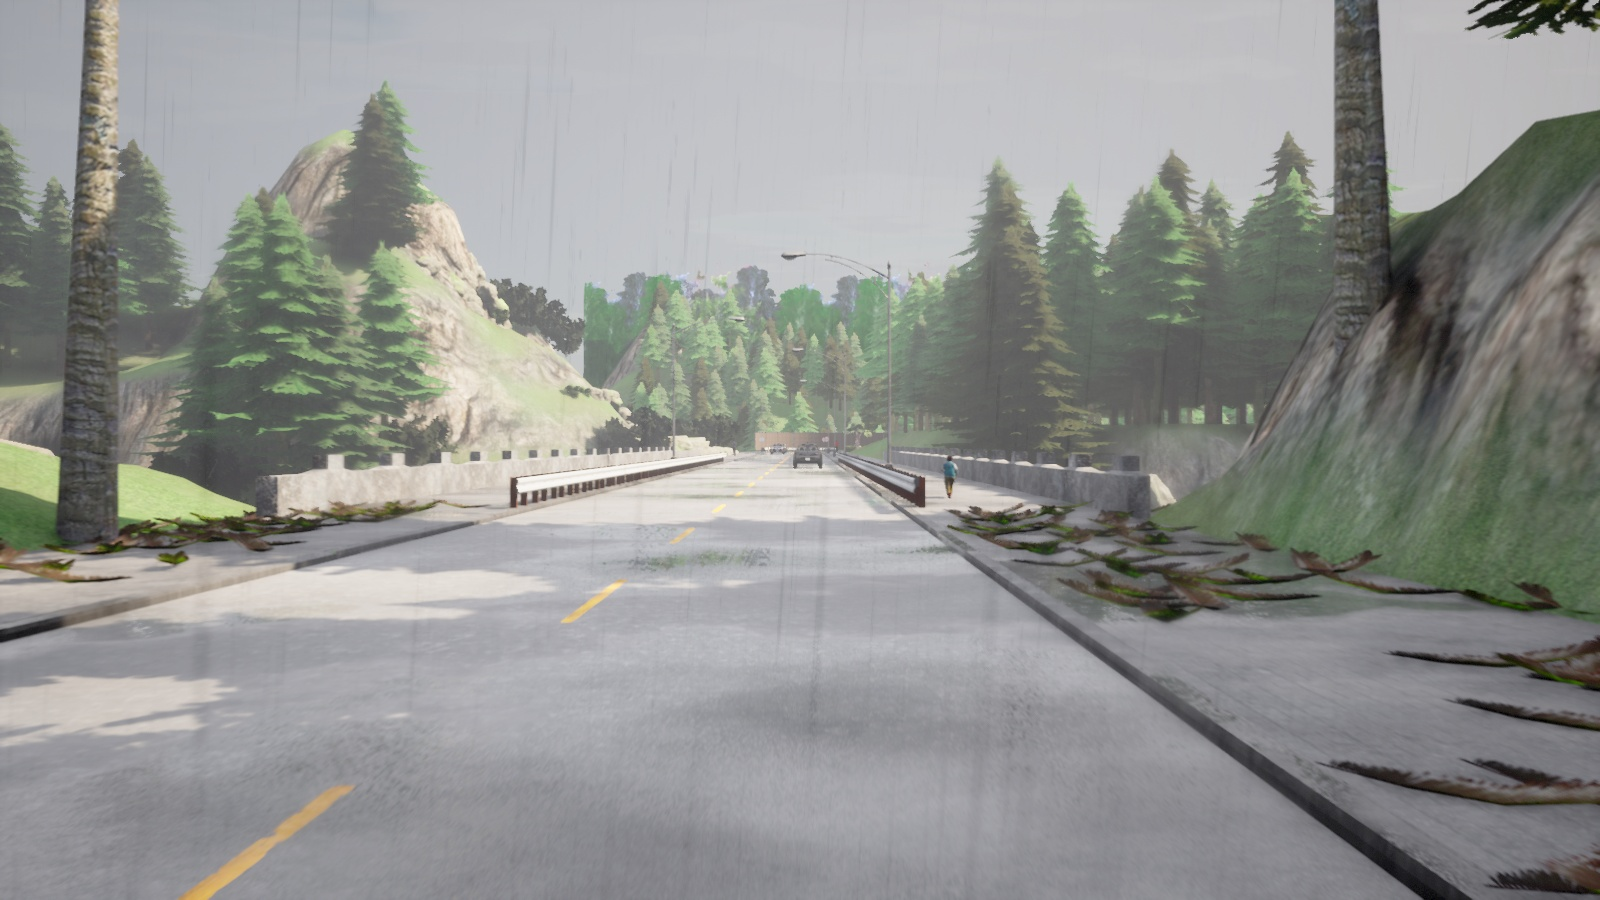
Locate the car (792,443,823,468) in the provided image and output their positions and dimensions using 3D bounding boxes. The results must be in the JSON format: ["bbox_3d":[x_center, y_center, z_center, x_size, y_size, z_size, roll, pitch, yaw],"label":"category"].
[{"bbox_3d":[0.467,0.332,75.981,1.816,1.474,4.193,0,0,0],"label":"car"}]

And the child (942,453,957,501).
[{"bbox_3d":[3.748,0.662,31.478,0.343,1.192,0.448,0,0,2],"label":"child"}]
